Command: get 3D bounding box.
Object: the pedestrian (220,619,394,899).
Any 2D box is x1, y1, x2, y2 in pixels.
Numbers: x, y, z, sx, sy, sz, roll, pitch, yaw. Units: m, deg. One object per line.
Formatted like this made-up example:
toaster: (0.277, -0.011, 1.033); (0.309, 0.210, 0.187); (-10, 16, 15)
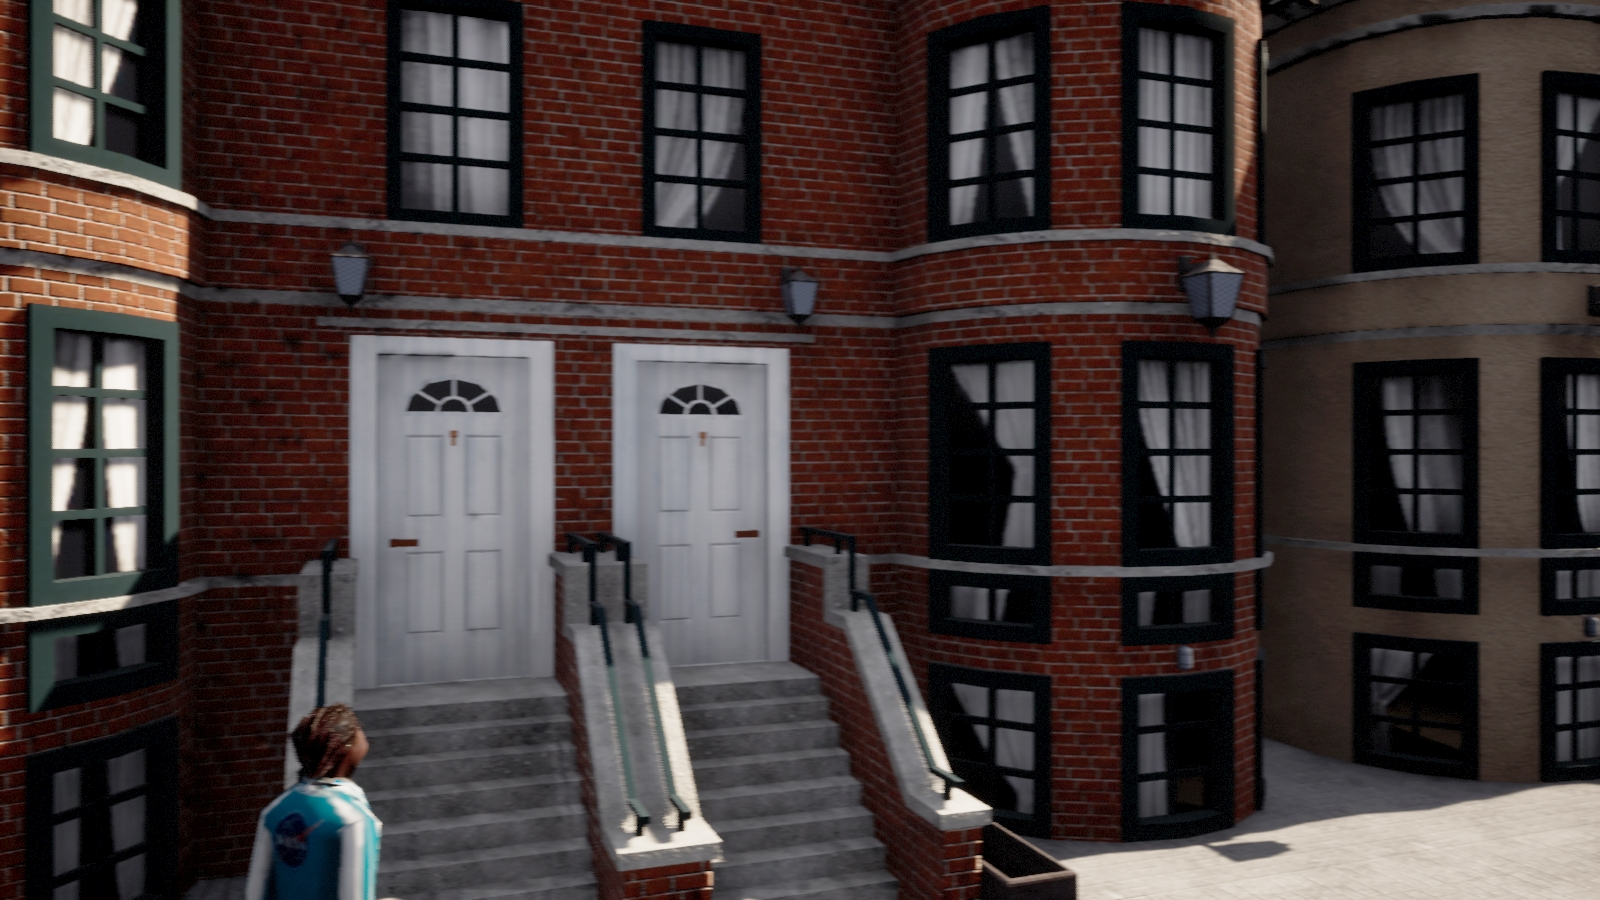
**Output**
pedestrian: (-1.622, 1.525, 3.773); (0.375, 1.860, 0.375); (0, 0, 29)
